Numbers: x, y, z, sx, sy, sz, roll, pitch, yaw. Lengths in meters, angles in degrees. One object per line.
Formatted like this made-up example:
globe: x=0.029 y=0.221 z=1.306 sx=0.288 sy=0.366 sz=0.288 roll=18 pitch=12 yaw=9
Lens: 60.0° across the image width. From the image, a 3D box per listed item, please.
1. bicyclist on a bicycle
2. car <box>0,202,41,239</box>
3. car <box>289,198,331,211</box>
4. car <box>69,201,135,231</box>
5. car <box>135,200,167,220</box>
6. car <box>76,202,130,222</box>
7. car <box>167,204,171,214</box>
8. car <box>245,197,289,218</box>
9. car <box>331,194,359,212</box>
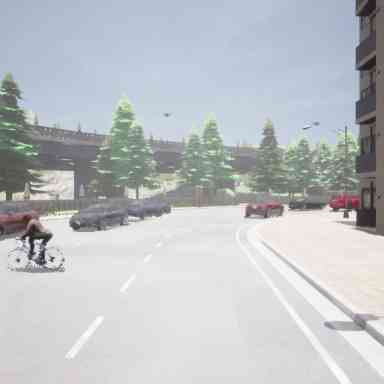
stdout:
bicyclist on a bicycle: x=-4.448 y=1.455 z=9.393 sx=1.656 sy=1.620 sz=0.582 roll=-2 pitch=0 yaw=1
car: x=-9.627 y=1.352 z=16.563 sx=2.097 sy=1.767 sz=4.553 roll=0 pitch=0 yaw=7
car: x=13.921 y=1.478 z=40.083 sx=5.008 sy=1.535 sz=1.882 roll=0 pitch=0 yaw=-27
car: x=-5.594 y=1.507 z=20.599 sx=1.837 sy=1.490 sz=4.892 roll=0 pitch=-1 yaw=15
car: x=-4.061 y=1.358 z=26.588 sx=1.994 sy=1.385 sz=4.181 roll=0 pitch=0 yaw=23
car: x=-7.315 y=1.601 z=27.876 sx=1.895 sy=1.301 sz=4.718 roll=0 pitch=0 yaw=23
car: x=-3.924 y=1.564 z=33.637 sx=1.994 sy=1.385 sz=4.181 roll=0 pitch=0 yaw=33
car: x=6.647 y=1.352 z=30.071 sx=2.097 sy=1.767 sz=4.553 roll=0 pitch=0 yaw=37
car: x=18.508 y=1.222 z=38.307 sx=5.566 sy=2.045 sz=2.150 roll=0 pitch=0 yaw=-20
